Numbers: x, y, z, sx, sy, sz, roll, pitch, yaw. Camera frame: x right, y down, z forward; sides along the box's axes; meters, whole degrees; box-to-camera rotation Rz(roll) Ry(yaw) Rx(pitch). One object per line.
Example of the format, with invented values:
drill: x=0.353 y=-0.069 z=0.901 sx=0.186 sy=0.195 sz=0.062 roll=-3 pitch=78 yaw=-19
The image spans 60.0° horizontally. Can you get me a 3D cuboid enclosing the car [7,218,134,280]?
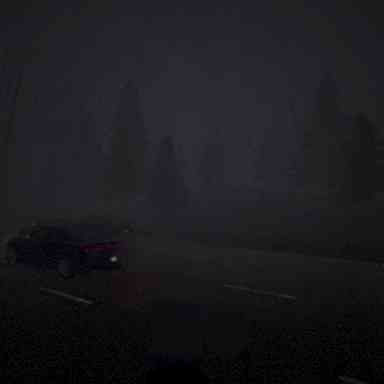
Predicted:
car: x=-4.319 y=1.826 z=11.239 sx=5.008 sy=1.535 sz=1.882 roll=0 pitch=-3 yaw=35

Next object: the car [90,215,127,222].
car: x=-5.832 y=2.167 z=20.880 sx=5.008 sy=1.535 sz=1.882 roll=0 pitch=-3 yaw=35

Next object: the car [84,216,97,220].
car: x=-7.352 y=2.089 z=17.668 sx=4.181 sy=1.385 sz=1.994 roll=0 pitch=-3 yaw=35
